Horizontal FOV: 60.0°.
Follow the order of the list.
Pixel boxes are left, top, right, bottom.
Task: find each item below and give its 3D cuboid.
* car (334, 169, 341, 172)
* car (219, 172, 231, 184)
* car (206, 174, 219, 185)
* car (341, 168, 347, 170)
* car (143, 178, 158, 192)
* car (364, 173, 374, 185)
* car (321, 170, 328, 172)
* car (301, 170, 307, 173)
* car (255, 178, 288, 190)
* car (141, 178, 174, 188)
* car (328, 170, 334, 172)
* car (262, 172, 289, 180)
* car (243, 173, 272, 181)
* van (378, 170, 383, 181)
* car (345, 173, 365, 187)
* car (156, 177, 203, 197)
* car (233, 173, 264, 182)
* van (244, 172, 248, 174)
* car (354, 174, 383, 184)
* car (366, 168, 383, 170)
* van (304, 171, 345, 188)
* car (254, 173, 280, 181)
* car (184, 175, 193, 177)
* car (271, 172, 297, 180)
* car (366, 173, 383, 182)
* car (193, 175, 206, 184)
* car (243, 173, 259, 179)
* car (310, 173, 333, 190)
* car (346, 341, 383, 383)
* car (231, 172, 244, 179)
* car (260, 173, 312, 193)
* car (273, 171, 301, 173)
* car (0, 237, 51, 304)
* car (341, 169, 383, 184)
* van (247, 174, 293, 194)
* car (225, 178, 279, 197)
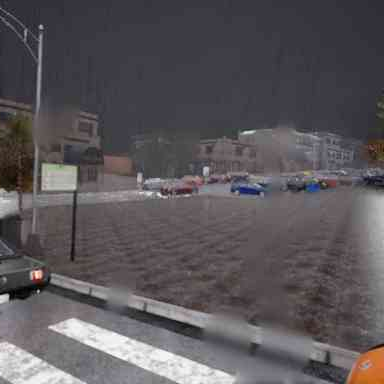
[{"bbox_3d":[33.257,-4.591,82.065,5.008,1.535,2.097,2,5,31],"label":"car"},{"bbox_3d":[3.853,-2.301,57.826,4.553,1.767,2.185,2,6,30],"label":"car"},{"bbox_3d":[1.541,-1.958,55.987,4.792,1.488,2.163,2,6,30],"label":"car"},{"bbox_3d":[35.518,-4.753,83.923,5.008,1.535,2.097,2,5,31],"label":"car"},{"bbox_3d":[-4.388,-0.772,44.353,4.181,1.385,1.994,-5,7,-39],"label":"car"},{"bbox_3d":[25.812,-1.830,53.106,4.792,1.488,2.163,4,7,31],"label":"car"},{"bbox_3d":[28.715,-4.205,78.377,4.674,1.452,2.002,2,5,31],"label":"car"},{"bbox_3d":[21.918,-3.688,72.791,4.892,1.521,2.231,2,6,31],"label":"car"},{"bbox_3d":[11.220,-1.195,47.318,1.812,1.442,4.674,-4,6,-33],"label":"car"},{"bbox_3d":[-5.216,-1.375,50.320,4.674,1.452,2.002,2,5,30],"label":"car"},{"bbox_3d":[31.003,-4.544,80.188,4.553,1.767,2.185,2,6,31],"label":"car"},{"bbox_3d":[17.385,-3.313,69.085,5.008,1.535,2.097,2,5,30],"label":"car"},{"bbox_3d":[12.864,-2.936,65.356,5.008,1.535,2.097,2,5,30],"label":"car"},{"bbox_3d":[37.544,-3.040,62.469,4.442,1.987,1.878,4,7,31],"label":"van"},{"bbox_3d":[23.437,-1.669,51.246,4.892,1.521,2.231,4,7,31],"label":"car"},{"bbox_3d":[-1.454,-0.513,39.109,4.553,1.767,2.097,-5,7,-39],"label":"car"},{"bbox_3d":[10.772,-2.744,63.388,5.366,1.575,1.946,2,5,30],"label":"car"},{"bbox_3d":[8.249,-2.786,61.653,4.442,1.987,1.878,2,6,30],"label":"van"},{"bbox_3d":[30.486,-2.244,56.876,4.892,1.521,2.231,4,7,31],"label":"car"},{"bbox_3d":[32.840,-2.686,58.725,5.566,2.045,2.435,4,7,31],"label":"car"},{"bbox_3d":[18.814,-1.511,47.470,4.442,1.987,1.878,4,7,32],"label":"van"},{"bbox_3d":[15.154,-3.094,67.202,4.792,1.488,2.163,2,5,30],"label":"car"},{"bbox_3d":[-2.929,-1.576,52.192,4.792,1.488,2.163,2,5,30],"label":"car"},{"bbox_3d":[19.655,-3.500,70.936,4.892,1.521,2.231,2,6,30],"label":"car"},{"bbox_3d":[34.968,-2.643,60.748,5.366,1.575,1.946,4,7,31],"label":"car"},{"bbox_3d":[-0.672,-1.920,54.059,4.553,1.767,2.185,2,6,30],"label":"car"},{"bbox_3d":[11.457,-2.040,56.201,4.892,1.490,1.837,-4,7,-36],"label":"car"},{"bbox_3d":[16.322,-1.231,45.714,4.553,1.767,2.185,4,7,32],"label":"car"},{"bbox_3d":[2.972,1.348,1.320,4.553,1.767,2.097,0,0,35],"label":"car"},{"bbox_3d":[6.090,-2.368,59.743,5.008,1.535,2.097,2,5,30],"label":"car"},{"bbox_3d":[11.592,-0.979,42.018,5.566,2.045,2.435,4,7,32],"label":"car"},{"bbox_3d":[17.066,-2.712,60.496,4.553,1.767,2.097,-5,7,-39],"label":"car"},{"bbox_3d":[-5.165,1.594,7.205,4.718,1.301,1.895,1,0,36],"label":"car"},{"bbox_3d":[28.167,-2.301,54.951,5.566,2.045,2.435,4,7,31],"label":"car"},{"bbox_3d":[9.356,-0.758,40.113,4.442,1.987,1.878,4,7,32],"label":"van"},{"bbox_3d":[6.890,-0.353,38.363,5.008,1.535,2.097,4,7,32],"label":"car"}]
